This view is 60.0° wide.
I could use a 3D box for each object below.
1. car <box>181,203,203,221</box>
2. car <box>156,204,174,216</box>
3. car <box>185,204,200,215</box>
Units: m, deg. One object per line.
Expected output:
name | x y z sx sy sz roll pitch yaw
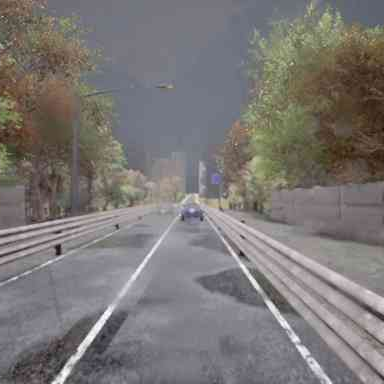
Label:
car | 0.021 1.870 32.822 2.097 1.767 4.553 0 -1 0
car | -3.321 2.202 41.279 2.128 1.511 4.902 0 -1 0
car | 0.053 2.375 45.252 1.994 1.385 4.181 0 -1 0
